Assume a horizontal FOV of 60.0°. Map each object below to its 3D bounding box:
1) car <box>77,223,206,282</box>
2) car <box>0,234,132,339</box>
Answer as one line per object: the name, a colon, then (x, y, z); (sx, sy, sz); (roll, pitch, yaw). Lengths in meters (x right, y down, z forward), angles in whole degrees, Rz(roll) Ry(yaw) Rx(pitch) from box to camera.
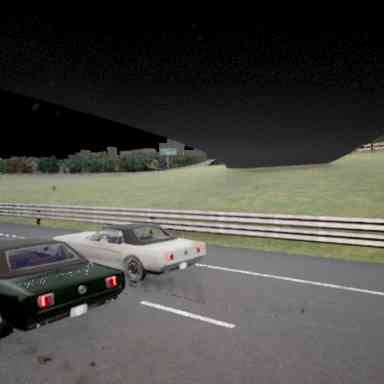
car: (-2.028, 1.579, 9.727); (4.718, 1.301, 1.895); (0, 0, 35)
car: (-3.591, 1.580, 6.545); (4.718, 1.301, 1.895); (0, 0, 35)
